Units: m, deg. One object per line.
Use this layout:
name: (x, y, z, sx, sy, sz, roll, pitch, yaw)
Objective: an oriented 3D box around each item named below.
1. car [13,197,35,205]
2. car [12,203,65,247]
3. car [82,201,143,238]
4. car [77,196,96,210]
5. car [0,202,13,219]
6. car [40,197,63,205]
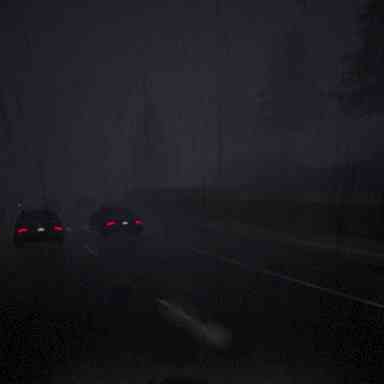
car: (-19.429, 1.259, 38.420, 1.812, 1.442, 4.674, 0, 0, -15)
car: (-6.772, 1.444, 14.692, 2.033, 1.411, 5.357, 0, 0, -26)
car: (-4.097, 1.427, 17.181, 2.033, 1.411, 5.357, 0, 0, -26)
car: (-11.999, 1.215, 37.754, 1.882, 1.535, 5.008, 0, 0, -16)
car: (-14.639, 1.324, 23.937, 2.128, 1.511, 4.902, 0, 0, -22)
car: (-15.041, 1.229, 35.718, 1.882, 1.535, 5.008, 0, 0, -17)
